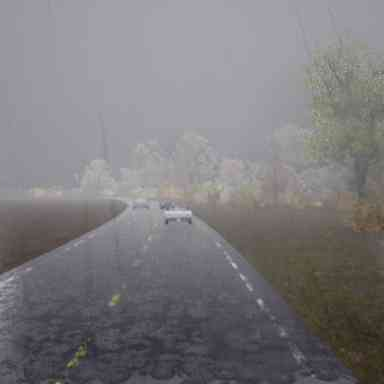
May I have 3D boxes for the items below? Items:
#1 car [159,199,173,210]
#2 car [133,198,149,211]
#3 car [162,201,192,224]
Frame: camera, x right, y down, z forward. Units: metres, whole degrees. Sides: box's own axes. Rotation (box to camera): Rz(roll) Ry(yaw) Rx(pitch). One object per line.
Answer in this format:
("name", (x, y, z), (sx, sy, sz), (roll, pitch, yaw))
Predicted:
("car", (-3.169, 1.528, 41.858), (1.895, 1.301, 4.718), (0, 0, -9))
("car", (-6.232, 1.459, 40.755), (1.812, 1.442, 4.674), (0, 0, -8))
("car", (-1.086, 1.558, 24.480), (1.895, 1.301, 4.718), (0, 0, -5))
